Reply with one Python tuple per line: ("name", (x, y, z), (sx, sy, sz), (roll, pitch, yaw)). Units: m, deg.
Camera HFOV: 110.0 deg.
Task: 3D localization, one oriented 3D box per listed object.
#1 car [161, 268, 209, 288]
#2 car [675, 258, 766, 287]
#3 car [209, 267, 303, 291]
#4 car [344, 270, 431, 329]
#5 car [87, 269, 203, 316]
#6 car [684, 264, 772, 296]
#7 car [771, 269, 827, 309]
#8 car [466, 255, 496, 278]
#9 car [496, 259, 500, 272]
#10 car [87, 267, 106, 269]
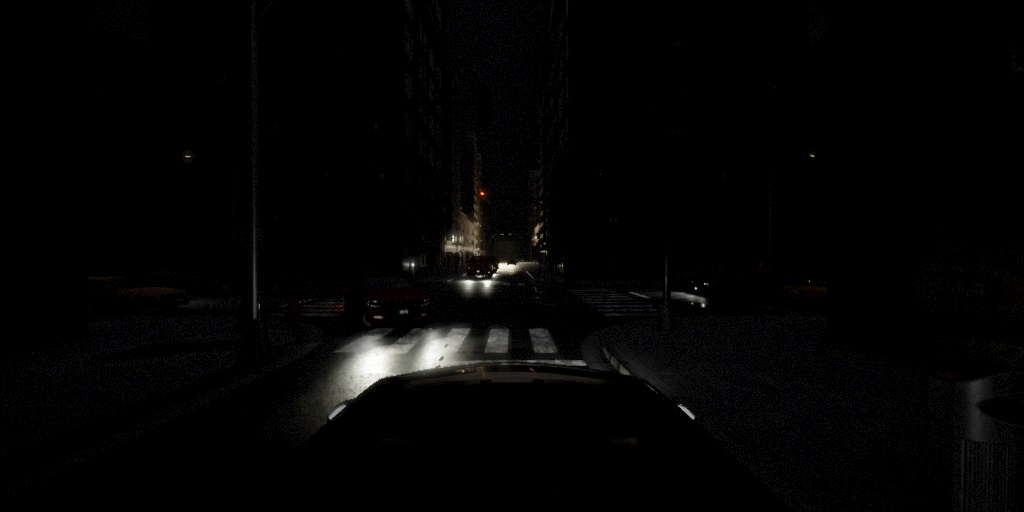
("car", (-19.979, 1.328, 20.930), (4.207, 1.307, 1.802), (0, 0, 0))
("car", (12.317, 1.031, 20.945), (5.009, 1.841, 2.192), (0, 0, 0))
("car", (-14.566, 1.308, 20.933), (4.313, 1.339, 1.948), (0, 0, 0))
("car", (-4.175, 1.239, 11.642), (1.882, 1.535, 5.008), (2, -2, -32))
("car", (-14.402, 1.305, 12.908), (4.829, 1.417, 1.751), (0, 0, 0))
("car", (12.137, 1.276, 18.369), (5.357, 1.411, 2.033), (0, 0, 3))
("car", (12.482, 1.280, 12.920), (4.829, 1.417, 1.751), (0, 0, 0))
("car", (-2.906, 0.963, 33.514), (2.150, 2.045, 5.566), (0, 0, 0))
("car", (-2.922, 0.956, 43.903), (2.150, 2.045, 5.566), (0, 0, 0))
("car", (-20.945, 1.264, 15.440), (4.902, 1.511, 2.128), (0, 0, 0))
